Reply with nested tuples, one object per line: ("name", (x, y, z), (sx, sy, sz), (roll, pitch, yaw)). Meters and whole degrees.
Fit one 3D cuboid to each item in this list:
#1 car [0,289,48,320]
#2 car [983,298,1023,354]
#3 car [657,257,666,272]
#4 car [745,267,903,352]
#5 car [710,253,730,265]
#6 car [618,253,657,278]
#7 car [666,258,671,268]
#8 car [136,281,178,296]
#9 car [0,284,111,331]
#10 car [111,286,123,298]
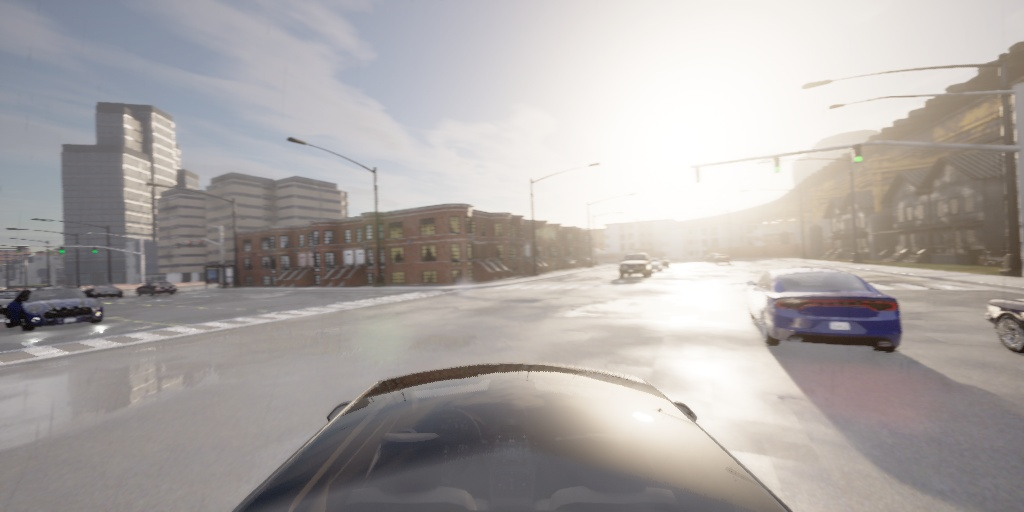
("car", (-28.992, 2.742, 20.559), (4.902, 1.511, 2.128), (-3, -1, 28))
("car", (8.576, 0.988, 4.369), (1.895, 1.301, 4.718), (-3, -1, 28))
("car", (15.365, 0.954, 39.362), (1.812, 1.442, 4.674), (-3, -1, 29))
("car", (6.663, 0.990, 8.200), (1.882, 1.535, 5.008), (-3, -1, 28))
("car", (28.699, 0.413, 49.096), (2.128, 1.511, 4.902), (-3, -1, 28))
("car", (10.713, 0.776, 30.879), (2.150, 2.045, 5.566), (-3, -1, 28))
("car", (20.043, 0.866, 47.959), (1.994, 1.385, 4.181), (-3, -1, 28))
("car", (-36.207, 3.283, 36.497), (5.357, 1.411, 2.033), (-3, -1, 29))
("car", (-20.079, 2.150, 15.745), (4.553, 1.767, 2.097), (-3, -1, 28))
("car", (-38.739, 3.389, 33.887), (4.181, 1.385, 1.994), (-3, -1, 29))
